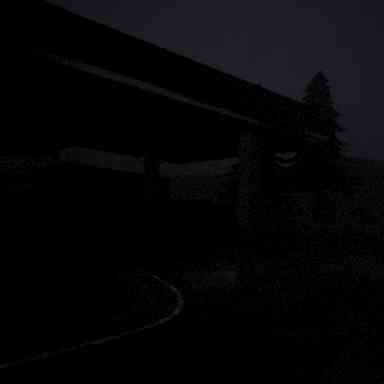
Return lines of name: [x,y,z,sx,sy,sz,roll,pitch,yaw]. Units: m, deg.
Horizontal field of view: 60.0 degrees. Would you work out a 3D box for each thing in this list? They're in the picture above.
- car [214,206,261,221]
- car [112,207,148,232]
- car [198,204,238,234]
car: [5.068,2.336,37.882,2.033,1.411,5.357,2,-1,-37]
car: [-4.982,1.876,23.524,2.242,1.667,4.611,2,-1,-37]
car: [2.152,1.844,23.493,1.905,1.878,3.866,2,-1,-37]
